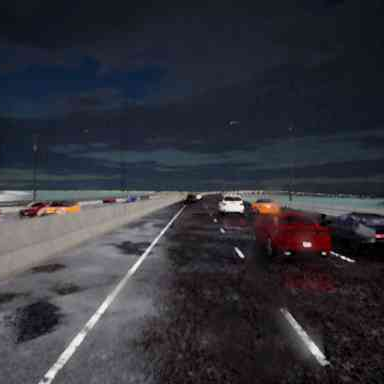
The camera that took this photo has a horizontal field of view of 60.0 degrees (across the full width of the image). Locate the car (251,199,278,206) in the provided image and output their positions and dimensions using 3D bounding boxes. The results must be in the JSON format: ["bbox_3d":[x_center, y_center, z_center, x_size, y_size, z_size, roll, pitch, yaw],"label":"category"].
[{"bbox_3d":[7.325,1.444,33.842,2.097,1.767,4.553,0,0,1],"label":"car"}]

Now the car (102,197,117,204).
[{"bbox_3d":[-16.664,1.750,67.300,1.895,1.301,4.718,0,0,1],"label":"car"}]

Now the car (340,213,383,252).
[{"bbox_3d":[7.143,1.591,14.060,2.033,1.411,5.357,0,0,0],"label":"car"}]

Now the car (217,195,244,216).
[{"bbox_3d":[3.815,1.312,33.301,2.150,2.045,5.566,0,0,1],"label":"car"}]

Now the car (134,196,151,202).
[{"bbox_3d":[-9.670,1.507,67.202,2.097,1.767,4.553,0,0,2],"label":"car"}]

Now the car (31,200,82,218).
[{"bbox_3d":[-10.455,1.426,26.527,2.097,1.767,4.553,0,0,1],"label":"car"}]

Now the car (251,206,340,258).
[{"bbox_3d":[3.639,1.518,12.949,1.882,1.535,5.008,0,0,0],"label":"car"}]

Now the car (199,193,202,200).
[{"bbox_3d":[1.656,1.273,95.134,2.150,2.045,5.566,0,0,2],"label":"car"}]

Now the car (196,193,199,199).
[{"bbox_3d":[-0.129,1.386,70.487,2.150,2.045,5.566,0,0,1],"label":"car"}]

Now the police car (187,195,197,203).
[{"bbox_3d":[0.034,1.595,76.554,1.930,1.638,5.238,0,0,2],"label":"police car"}]

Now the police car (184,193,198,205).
[{"bbox_3d":[-0.367,1.570,60.584,1.930,1.638,5.238,0,0,1],"label":"police car"}]

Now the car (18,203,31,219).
[{"bbox_3d":[-13.911,1.561,30.459,1.882,1.535,5.008,0,0,1],"label":"car"}]

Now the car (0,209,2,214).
[{"bbox_3d":[-17.458,1.675,26.597,1.895,1.301,4.718,0,0,1],"label":"car"}]

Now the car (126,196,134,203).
[{"bbox_3d":[-13.041,1.636,72.103,1.882,1.535,5.008,0,0,2],"label":"car"}]
